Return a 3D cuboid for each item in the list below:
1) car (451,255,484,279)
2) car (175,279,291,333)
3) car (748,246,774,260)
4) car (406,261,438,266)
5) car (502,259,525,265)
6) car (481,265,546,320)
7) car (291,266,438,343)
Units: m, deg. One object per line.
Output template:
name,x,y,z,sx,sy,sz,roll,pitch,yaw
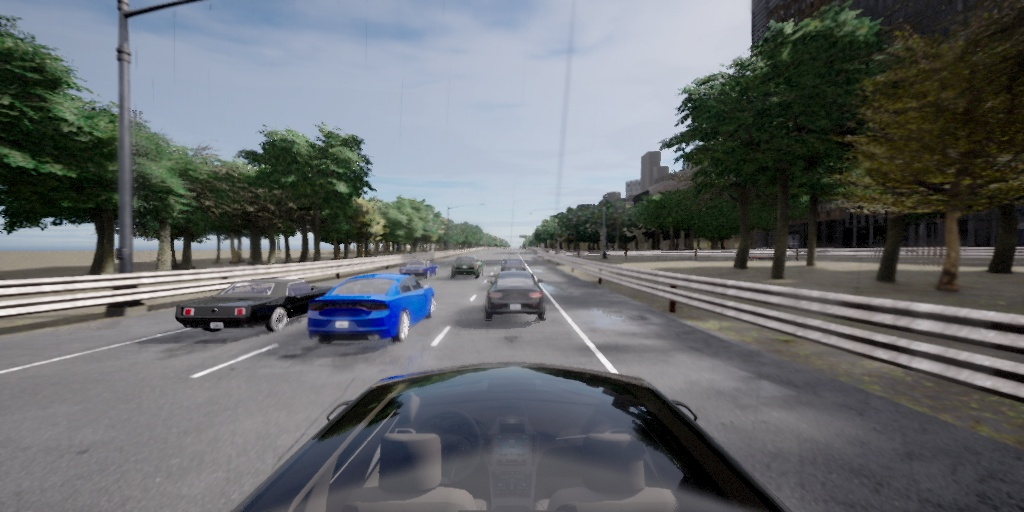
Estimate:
car,-3.394,0.727,27.994,2.097,1.767,4.553,0,2,0
car,-6.897,1.314,10.605,1.895,1.301,4.718,0,0,0
car,31.003,-0.399,45.473,2.097,1.767,4.553,-1,1,-41
car,-6.892,1.001,27.073,1.895,1.301,4.718,0,2,0
car,0.108,0.912,28.949,1.994,1.385,4.181,0,2,0
car,0.102,1.223,12.249,1.812,1.442,4.674,0,1,0
car,-3.399,1.199,9.645,1.882,1.535,5.008,0,0,0
